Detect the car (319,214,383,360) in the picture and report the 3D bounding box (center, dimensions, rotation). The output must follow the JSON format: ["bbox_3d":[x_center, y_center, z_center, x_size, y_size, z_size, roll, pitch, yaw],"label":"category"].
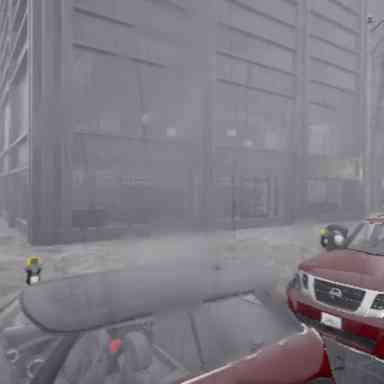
[{"bbox_3d":[3.829,1.299,5.586,5.009,1.841,2.192,0,0,-34],"label":"car"}]

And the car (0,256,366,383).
[{"bbox_3d":[-0.834,1.404,2.417,4.097,1.590,1.967,0,0,-34],"label":"car"}]
